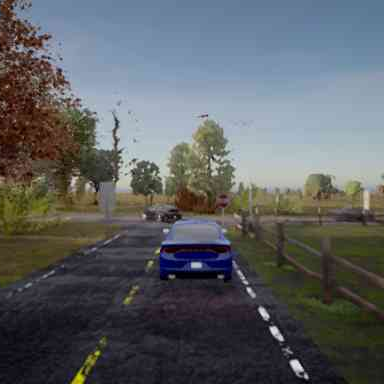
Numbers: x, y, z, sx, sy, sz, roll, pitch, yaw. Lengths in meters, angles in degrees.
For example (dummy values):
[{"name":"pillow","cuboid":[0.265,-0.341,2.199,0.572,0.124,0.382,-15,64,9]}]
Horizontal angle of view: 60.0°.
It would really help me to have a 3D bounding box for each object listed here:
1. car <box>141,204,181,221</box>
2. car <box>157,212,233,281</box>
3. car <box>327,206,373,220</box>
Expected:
[{"name":"car","cuboid":[-2.787,1.811,29.089,1.837,1.490,4.892,3,-2,-35]},{"name":"car","cuboid":[0.101,1.589,10.250,1.882,1.535,5.008,0,-1,0]},{"name":"car","cuboid":[15.781,2.142,33.335,4.181,1.385,1.994,1,0,0]}]
